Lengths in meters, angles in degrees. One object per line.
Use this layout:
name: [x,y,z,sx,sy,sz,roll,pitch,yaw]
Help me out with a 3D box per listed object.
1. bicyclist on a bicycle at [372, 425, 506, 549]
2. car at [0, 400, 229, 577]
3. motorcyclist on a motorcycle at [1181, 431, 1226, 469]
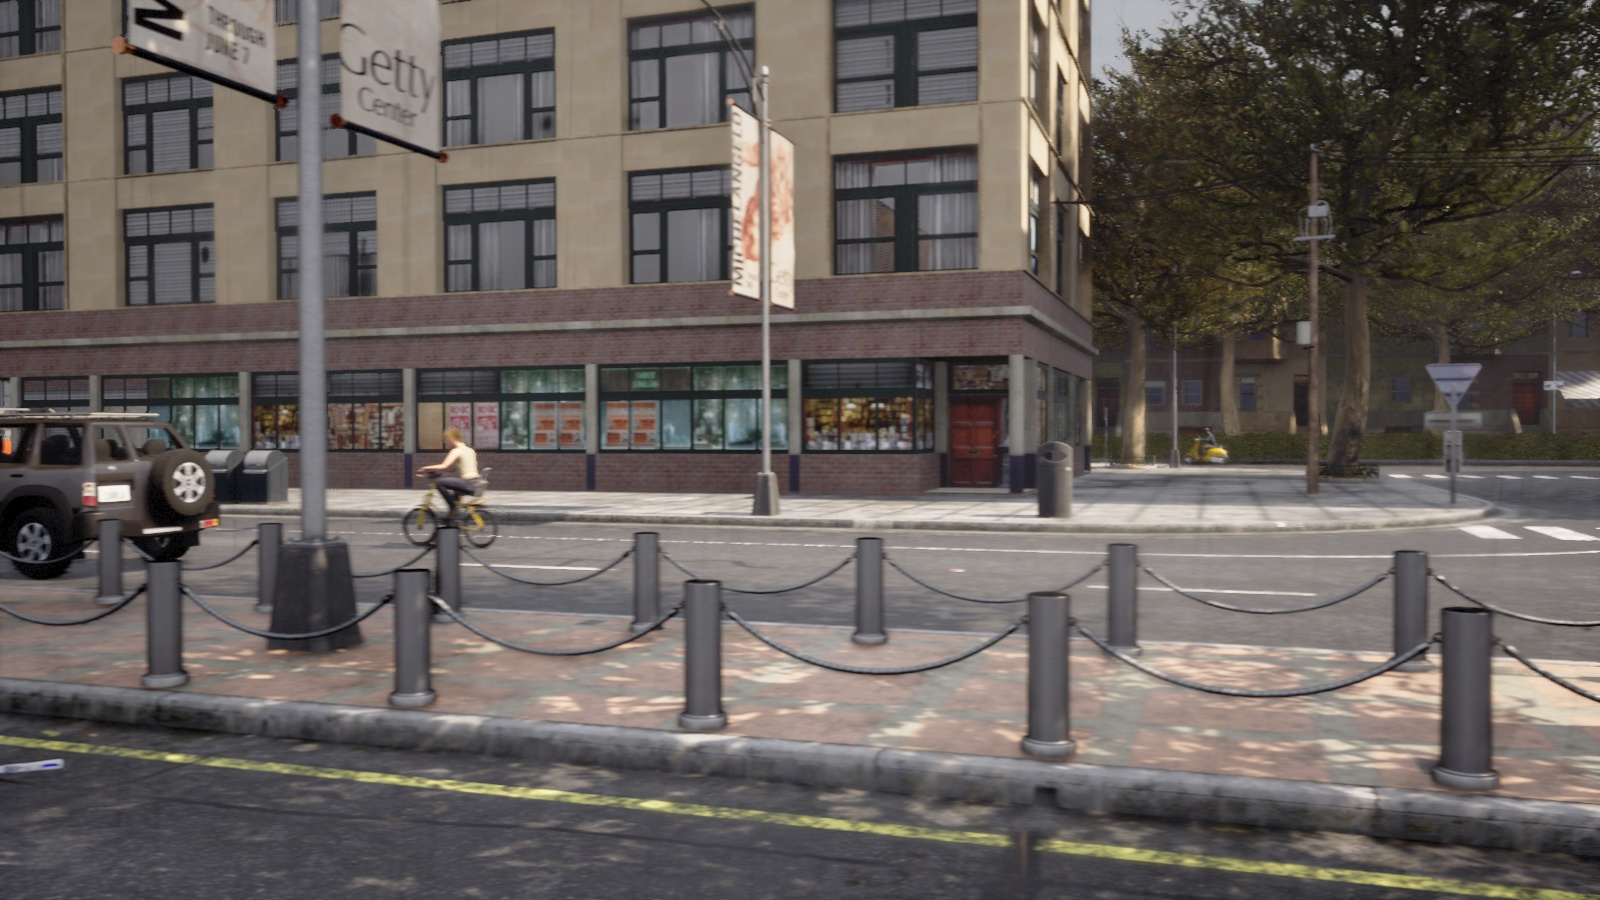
bicyclist on a bicycle: [-4.863,0.473,16.954,1.509,1.612,0.866,0,1,19]
car: [-9.293,0.372,14.755,4.605,1.855,1.932,1,1,18]
motorcyclist on a motorcycle: [17.125,-0.009,53.331,1.817,1.590,0.866,0,1,18]
